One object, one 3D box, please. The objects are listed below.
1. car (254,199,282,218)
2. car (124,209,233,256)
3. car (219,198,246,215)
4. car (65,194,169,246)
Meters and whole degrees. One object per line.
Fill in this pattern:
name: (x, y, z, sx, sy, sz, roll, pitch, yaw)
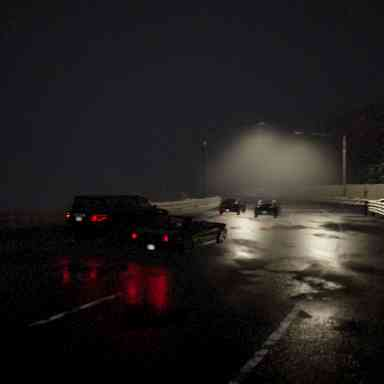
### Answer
car: (6.532, 1.370, 28.379, 2.128, 1.511, 4.902, 0, 0, 20)
car: (-0.272, 1.528, 12.964, 1.895, 1.301, 4.718, 0, 0, 29)
car: (3.934, 1.353, 31.554, 1.837, 1.490, 4.892, 1, 0, 19)
car: (-3.062, 1.123, 15.138, 2.150, 2.045, 5.566, 1, 0, 29)
